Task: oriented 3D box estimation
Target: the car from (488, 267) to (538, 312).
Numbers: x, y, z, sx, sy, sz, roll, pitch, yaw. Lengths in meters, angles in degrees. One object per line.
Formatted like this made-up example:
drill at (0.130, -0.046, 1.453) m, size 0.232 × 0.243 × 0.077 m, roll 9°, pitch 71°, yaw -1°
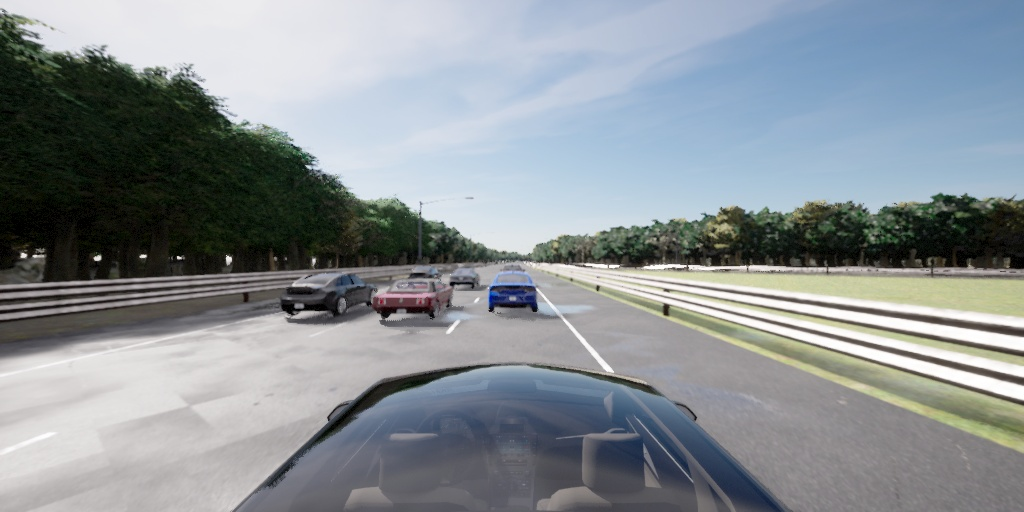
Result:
car at (0.049, 1.403, 15.343) m, size 1.882 × 1.535 × 5.008 m, roll 0°, pitch 0°, yaw 0°

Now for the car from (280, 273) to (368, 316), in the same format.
car at (-6.958, 1.418, 14.179) m, size 1.837 × 1.490 × 4.892 m, roll 0°, pitch 0°, yaw 0°

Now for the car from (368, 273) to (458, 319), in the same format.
car at (-3.465, 1.503, 13.562) m, size 1.895 × 1.301 × 4.718 m, roll 0°, pitch -1°, yaw 0°

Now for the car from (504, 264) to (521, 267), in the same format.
car at (0.037, 1.461, 29.110) m, size 2.097 × 1.767 × 4.553 m, roll 0°, pitch -1°, yaw 0°

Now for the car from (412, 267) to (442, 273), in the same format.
car at (-6.962, 1.617, 29.195) m, size 1.837 × 1.490 × 4.892 m, roll 0°, pitch 0°, yaw 0°

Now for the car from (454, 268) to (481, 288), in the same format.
car at (-3.481, 1.629, 27.019) m, size 2.033 × 1.411 × 5.357 m, roll 0°, pitch -1°, yaw 0°
